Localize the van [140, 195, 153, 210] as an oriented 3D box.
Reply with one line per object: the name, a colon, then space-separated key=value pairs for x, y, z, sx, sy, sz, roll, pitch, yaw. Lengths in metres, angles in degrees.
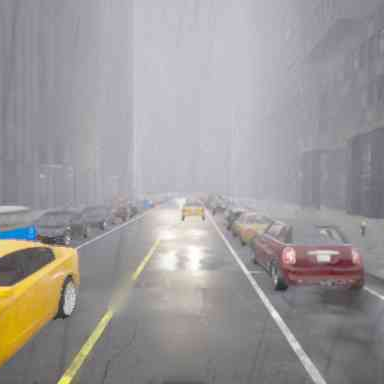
van: x=-5.748 y=1.180 z=37.092 sx=1.690 sy=1.788 sz=3.998 roll=0 pitch=0 yaw=0

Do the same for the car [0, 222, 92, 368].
car: x=-3.091 y=1.458 z=4.427 sx=1.882 sy=1.535 sz=5.008 roll=0 pitch=0 yaw=0

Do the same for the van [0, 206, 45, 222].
van: x=-5.762 y=1.302 z=8.908 sx=1.690 sy=1.788 sz=3.998 roll=0 pitch=0 yaw=0

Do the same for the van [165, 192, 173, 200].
van: x=-5.728 y=0.992 z=82.185 sx=1.690 sy=1.788 sz=3.998 roll=0 pitch=0 yaw=0

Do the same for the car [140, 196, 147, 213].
car: x=-5.750 y=1.408 z=31.456 sx=1.887 sy=1.381 sz=4.507 roll=0 pitch=0 yaw=0

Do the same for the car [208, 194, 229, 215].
car: x=2.774 y=1.303 z=31.461 sx=1.967 sy=1.590 sz=4.097 roll=0 pitch=0 yaw=0

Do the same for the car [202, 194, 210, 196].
car: x=2.779 y=1.129 z=42.734 sx=2.192 sy=1.841 sz=5.009 roll=0 pitch=0 yaw=0

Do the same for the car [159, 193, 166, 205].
car: x=-5.740 y=1.207 z=54.003 sx=1.967 sy=1.590 sz=4.097 roll=0 pitch=0 yaw=0

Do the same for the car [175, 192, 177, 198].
car: x=-5.725 y=1.069 z=87.821 sx=1.967 sy=1.590 sz=4.097 roll=0 pitch=0 yaw=0

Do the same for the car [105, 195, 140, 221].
car: x=-5.754 y=1.203 z=25.818 sx=2.192 sy=1.841 sz=5.009 roll=0 pitch=0 yaw=0

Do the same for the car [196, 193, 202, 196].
car: x=0.072 y=1.297 z=44.959 sx=2.128 sy=1.511 sz=4.902 roll=0 pitch=0 yaw=0

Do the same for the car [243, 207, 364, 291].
car: x=2.764 y=1.401 z=8.917 sx=1.967 sy=1.590 sz=4.097 roll=0 pitch=0 yaw=0

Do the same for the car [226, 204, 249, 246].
car: x=2.767 y=1.461 z=14.723 sx=1.752 sy=1.417 sz=4.829 roll=0 pitch=0 yaw=0

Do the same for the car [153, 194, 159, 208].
car: x=-5.745 y=1.255 z=42.729 sx=1.967 sy=1.590 sz=4.097 roll=0 pitch=0 yaw=0

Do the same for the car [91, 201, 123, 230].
car: x=-5.755 y=1.478 z=20.183 sx=1.947 sy=1.339 sz=4.313 roll=0 pitch=0 yaw=0

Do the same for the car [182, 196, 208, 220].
car: x=0.110 y=1.338 z=27.039 sx=1.801 sy=1.575 sz=5.366 roll=0 pitch=0 yaw=0

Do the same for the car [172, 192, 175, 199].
car: x=-5.729 y=1.223 z=76.549 sx=2.008 sy=1.369 sz=4.403 roll=0 pitch=0 yaw=0

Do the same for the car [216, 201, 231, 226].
car: x=2.769 y=1.462 z=20.190 sx=2.008 sy=1.369 sz=4.403 roll=0 pitch=0 yaw=0

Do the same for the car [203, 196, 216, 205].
car: x=2.785 y=1.332 z=54.007 sx=1.947 sy=1.339 sz=4.313 roll=0 pitch=0 yaw=0

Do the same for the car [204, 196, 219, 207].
car: x=2.783 y=1.335 z=48.371 sx=1.887 sy=1.381 sz=4.507 roll=0 pitch=0 yaw=0

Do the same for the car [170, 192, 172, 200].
car: x=-5.732 y=1.221 z=70.743 sx=1.752 sy=1.417 sz=4.829 roll=0 pitch=0 yaw=0

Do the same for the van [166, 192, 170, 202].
van: x=-5.735 y=1.060 z=65.275 sx=1.690 sy=1.788 sz=3.998 roll=0 pitch=0 yaw=0

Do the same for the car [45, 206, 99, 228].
car: x=-5.758 y=1.503 z=14.546 sx=1.947 sy=1.339 sz=4.313 roll=0 pitch=0 yaw=0
